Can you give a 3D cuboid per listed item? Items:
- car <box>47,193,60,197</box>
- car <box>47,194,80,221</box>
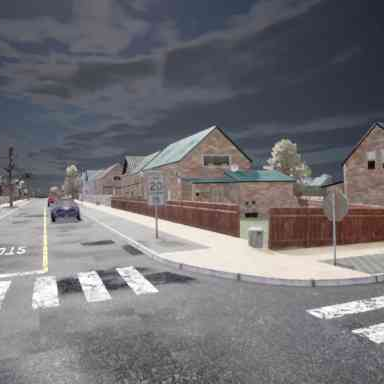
[{"bbox_3d":[-21.007,1.214,51.142,2.150,2.045,5.566,-2,1,-24],"label":"car"},{"bbox_3d":[-10.408,1.317,27.147,2.097,1.767,4.553,-2,1,-24],"label":"car"}]
